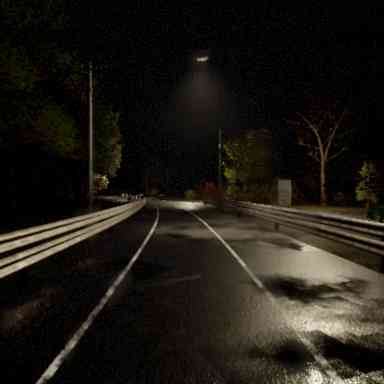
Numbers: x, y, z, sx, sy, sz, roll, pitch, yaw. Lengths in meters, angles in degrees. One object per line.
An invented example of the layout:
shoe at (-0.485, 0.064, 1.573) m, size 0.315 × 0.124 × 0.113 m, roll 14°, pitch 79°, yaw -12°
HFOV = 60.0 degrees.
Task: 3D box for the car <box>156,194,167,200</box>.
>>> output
car at (-8.115, 1.410, 87.996) m, size 1.837 × 1.490 × 4.892 m, roll 0°, pitch 0°, yaw -21°

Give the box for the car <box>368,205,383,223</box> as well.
car at (16.221, 1.448, 25.145) m, size 2.150 × 2.045 × 5.566 m, roll 0°, pitch 0°, yaw -21°

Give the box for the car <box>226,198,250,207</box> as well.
car at (6.844, 1.617, 49.360) m, size 1.837 × 1.490 × 4.892 m, roll 0°, pitch 0°, yaw -21°
